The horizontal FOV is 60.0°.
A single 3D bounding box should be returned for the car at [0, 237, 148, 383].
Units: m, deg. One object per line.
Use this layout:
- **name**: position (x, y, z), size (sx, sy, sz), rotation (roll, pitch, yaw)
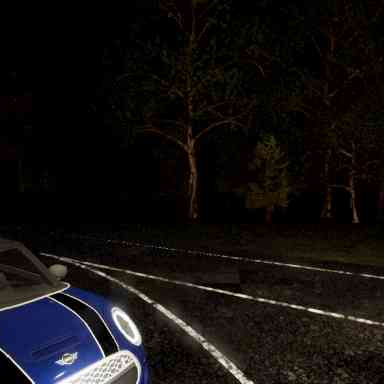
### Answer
- **car**: position (-2.654, 1.338, 3.766), size (4.553, 1.767, 2.097), rotation (1, 0, 35)
